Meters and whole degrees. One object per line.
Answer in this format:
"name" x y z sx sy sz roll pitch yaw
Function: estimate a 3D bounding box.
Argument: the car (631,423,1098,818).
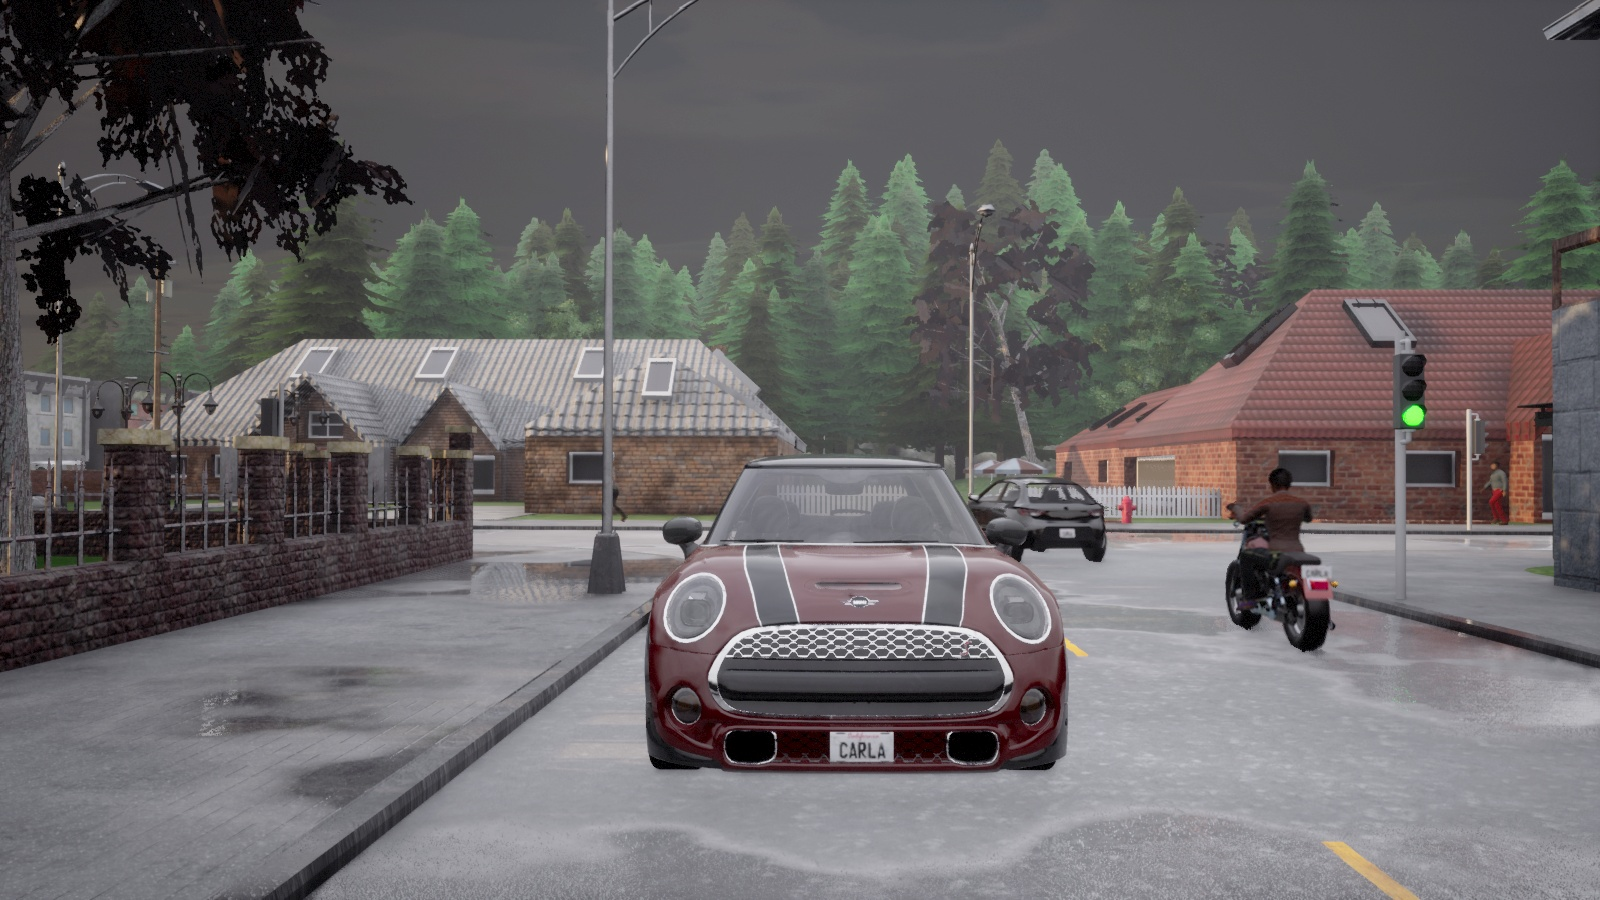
"car" 0.271 0.805 7.943 2.097 1.767 4.553 0 -1 0

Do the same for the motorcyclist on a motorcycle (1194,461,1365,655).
"motorcyclist on a motorcycle" 4.453 0.946 11.874 0.766 1.649 2.350 0 -1 2

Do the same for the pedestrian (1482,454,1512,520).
"pedestrian" 19.459 1.034 35.076 0.614 1.847 0.353 0 -1 1

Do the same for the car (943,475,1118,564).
"car" 4.132 1.201 23.241 1.816 1.474 4.193 0 -1 -10

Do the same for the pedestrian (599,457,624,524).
"pedestrian" -5.226 1.123 34.740 0.634 1.846 0.331 0 -1 1

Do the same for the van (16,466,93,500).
"van" -46.830 2.042 78.972 2.069 2.038 4.480 0 0 2

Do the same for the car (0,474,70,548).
"car" -18.574 1.289 27.041 4.514 1.525 2.007 0 -1 0
